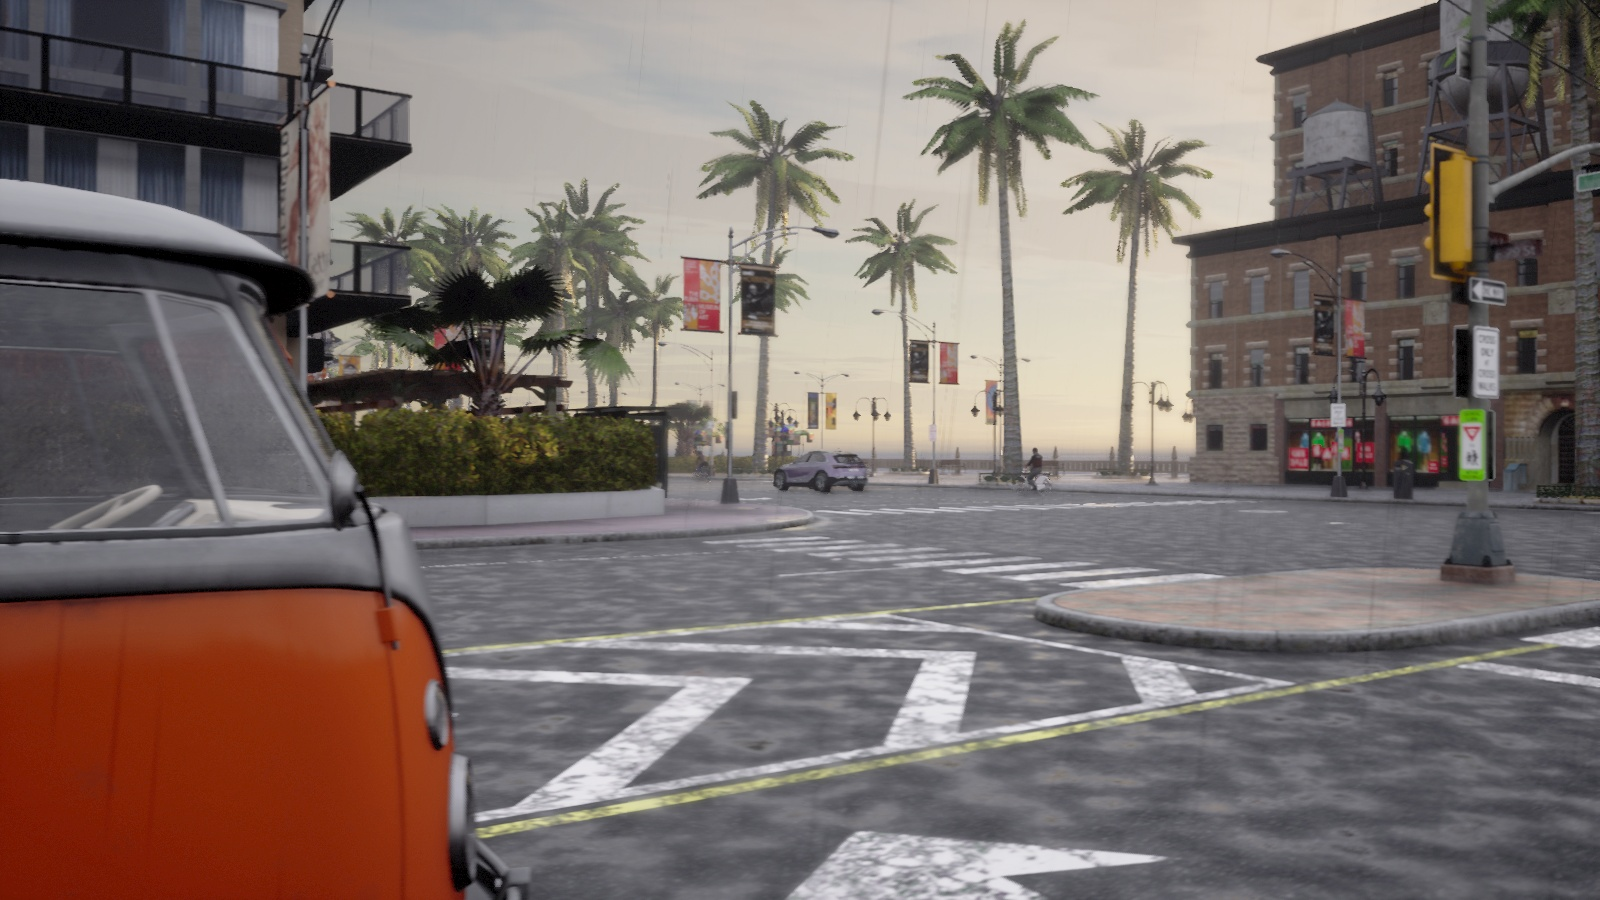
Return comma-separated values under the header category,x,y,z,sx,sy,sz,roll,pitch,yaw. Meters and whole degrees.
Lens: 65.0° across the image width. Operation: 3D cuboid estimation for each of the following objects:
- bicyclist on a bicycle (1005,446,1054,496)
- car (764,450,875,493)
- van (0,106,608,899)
category,x,y,z,sx,sy,sz,roll,pitch,yaw
bicyclist on a bicycle,8.330,0.760,45.635,0.659,1.776,1.843,0,0,-34
car,0.722,0.842,50.564,2.033,1.649,4.856,0,0,-34
van,-2.687,0.506,1.789,4.442,1.987,1.775,0,0,-35
